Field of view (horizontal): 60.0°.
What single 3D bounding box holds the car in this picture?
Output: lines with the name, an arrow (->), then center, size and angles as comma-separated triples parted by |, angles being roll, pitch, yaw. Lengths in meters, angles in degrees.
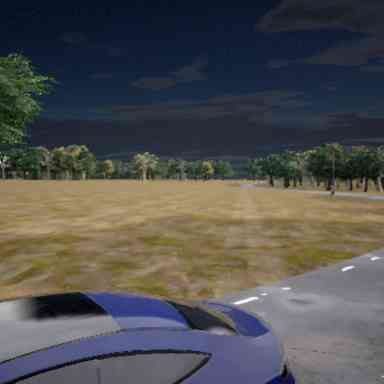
car -> -1.248, 1.520, 2.089 | 4.674, 1.442, 1.812 | 0, 0, -37
